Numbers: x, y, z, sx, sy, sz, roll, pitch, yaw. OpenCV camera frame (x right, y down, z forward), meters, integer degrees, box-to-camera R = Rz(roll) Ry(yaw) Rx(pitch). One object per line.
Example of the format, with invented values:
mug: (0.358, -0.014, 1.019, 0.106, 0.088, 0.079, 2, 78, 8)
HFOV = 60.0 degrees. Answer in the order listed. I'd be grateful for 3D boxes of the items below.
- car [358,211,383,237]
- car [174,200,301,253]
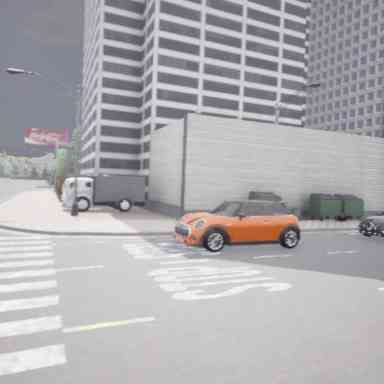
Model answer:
car: (10.130, 1.457, 15.744, 4.892, 1.490, 1.837, 2, 2, -23)
car: (1.667, 1.063, 12.126, 4.553, 1.767, 2.097, 2, 2, -23)
